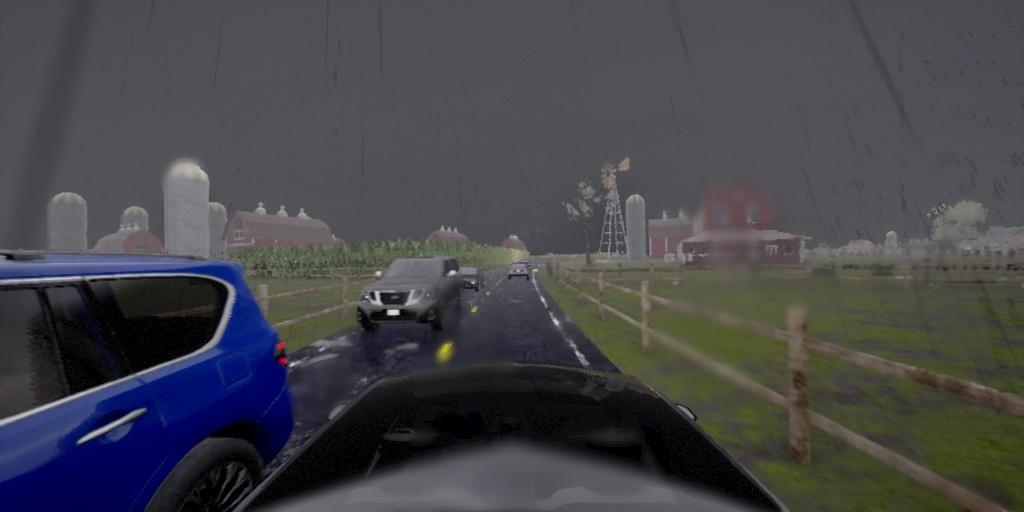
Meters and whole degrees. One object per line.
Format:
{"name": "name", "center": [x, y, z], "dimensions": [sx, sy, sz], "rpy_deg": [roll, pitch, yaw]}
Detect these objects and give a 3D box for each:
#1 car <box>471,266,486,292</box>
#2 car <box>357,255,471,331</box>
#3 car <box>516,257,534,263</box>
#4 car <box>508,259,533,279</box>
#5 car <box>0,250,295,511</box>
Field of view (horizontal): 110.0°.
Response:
{"name": "car", "center": [-2.678, 1.323, 21.836], "dimensions": [2.033, 1.411, 5.357], "rpy_deg": [-1, 0, 2]}
{"name": "car", "center": [-2.847, 0.996, 11.457], "dimensions": [2.150, 2.045, 5.566], "rpy_deg": [-1, 0, 1]}
{"name": "car", "center": [1.877, 1.234, 49.896], "dimensions": [1.837, 1.490, 4.892], "rpy_deg": [-1, 1, 5]}
{"name": "car", "center": [0.648, 1.290, 32.032], "dimensions": [2.033, 1.411, 5.357], "rpy_deg": [-1, 0, 3]}
{"name": "car", "center": [-2.783, 0.999, 0.560], "dimensions": [2.150, 2.045, 5.566], "rpy_deg": [-1, 0, -1]}
